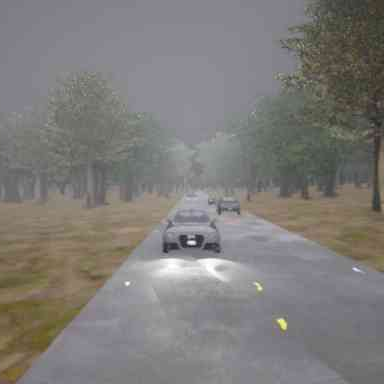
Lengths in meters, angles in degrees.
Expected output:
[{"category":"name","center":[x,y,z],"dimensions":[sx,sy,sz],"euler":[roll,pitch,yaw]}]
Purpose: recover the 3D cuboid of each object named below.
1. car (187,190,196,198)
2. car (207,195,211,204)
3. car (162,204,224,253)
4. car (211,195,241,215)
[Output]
[{"category":"car","center":[-0.100,0.385,74.042],"dimensions":[2.097,1.767,4.553],"euler":[0,1,0]},{"category":"car","center":[2.939,1.019,42.518],"dimensions":[1.895,1.301,4.718],"euler":[0,1,1]},{"category":"car","center":[-0.020,1.385,12.587],"dimensions":[1.994,1.385,4.181],"euler":[0,1,0]},{"category":"car","center":[3.017,1.095,28.553],"dimensions":[2.128,1.511,4.902],"euler":[0,1,0]}]
